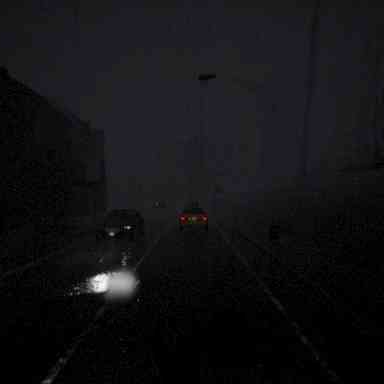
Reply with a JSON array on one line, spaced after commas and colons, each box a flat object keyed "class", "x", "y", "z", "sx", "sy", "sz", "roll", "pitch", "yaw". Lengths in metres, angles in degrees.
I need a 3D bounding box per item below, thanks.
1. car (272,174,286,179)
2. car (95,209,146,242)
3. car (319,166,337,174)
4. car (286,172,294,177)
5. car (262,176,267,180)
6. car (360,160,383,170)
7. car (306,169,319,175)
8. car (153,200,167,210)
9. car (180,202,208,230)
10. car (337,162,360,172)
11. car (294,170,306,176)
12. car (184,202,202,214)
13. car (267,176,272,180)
[{"class": "car", "x": 21.587, "y": -3.629, "z": 79.798, "sx": 2.185, "sy": 1.767, "sz": 4.553, "roll": 0, "pitch": 0, "yaw": -1}, {"class": "car", "x": -3.579, "y": 1.633, "z": 17.288, "sx": 2.128, "sy": 1.511, "sz": 4.902, "roll": 0, "pitch": 0, "yaw": 0}, {"class": "car", "x": 22.507, "y": -3.327, "z": 52.261, "sx": 2.097, "sy": 1.535, "sz": 5.008, "roll": 0, "pitch": 1, "yaw": -4}, {"class": "car", "x": 21.813, "y": -3.464, "z": 68.860, "sx": 2.231, "sy": 1.521, "sz": 4.892, "roll": 0, "pitch": 0, "yaw": -1}, {"class": "car", "x": 21.357, "y": -3.665, "z": 90.966, "sx": 2.185, "sy": 1.767, "sz": 4.553, "roll": 0, "pitch": 0, "yaw": -1}, {"class": "car", "x": 23.583, "y": -3.185, "z": 41.061, "sx": 2.163, "sy": 1.488, "sz": 4.792, "roll": 0, "pitch": 1, "yaw": -6}, {"class": "car", "x": 22.162, "y": -3.342, "z": 57.798, "sx": 2.002, "sy": 1.452, "sz": 4.674, "roll": 0, "pitch": 1, "yaw": -2}, {"class": "car", "x": -5.683, "y": 2.204, "z": 58.813, "sx": 2.097, "sy": 1.767, "sz": 4.553, "roll": 0, "pitch": -2, "yaw": -14}, {"class": "car", "x": 0.126, "y": 1.643, "z": 22.820, "sx": 1.801, "sy": 1.575, "sz": 5.366, "roll": 0, "pitch": 0, "yaw": 0}, {"class": "car", "x": 22.969, "y": -3.397, "z": 46.755, "sx": 2.185, "sy": 1.767, "sz": 4.553, "roll": 0, "pitch": 1, "yaw": -5}, {"class": "car", "x": 21.935, "y": -3.432, "z": 63.341, "sx": 2.231, "sy": 1.521, "sz": 4.892, "roll": 0, "pitch": 0, "yaw": -1}, {"class": "car", "x": 0.128, "y": 1.948, "z": 41.350, "sx": 2.033, "sy": 1.411, "sz": 5.357, "roll": 0, "pitch": -1, "yaw": 0}, {"class": "car", "x": 21.474, "y": -3.481, "z": 85.291, "sx": 2.002, "sy": 1.452, "sz": 4.674, "roll": 0, "pitch": 0, "yaw": -1}]
